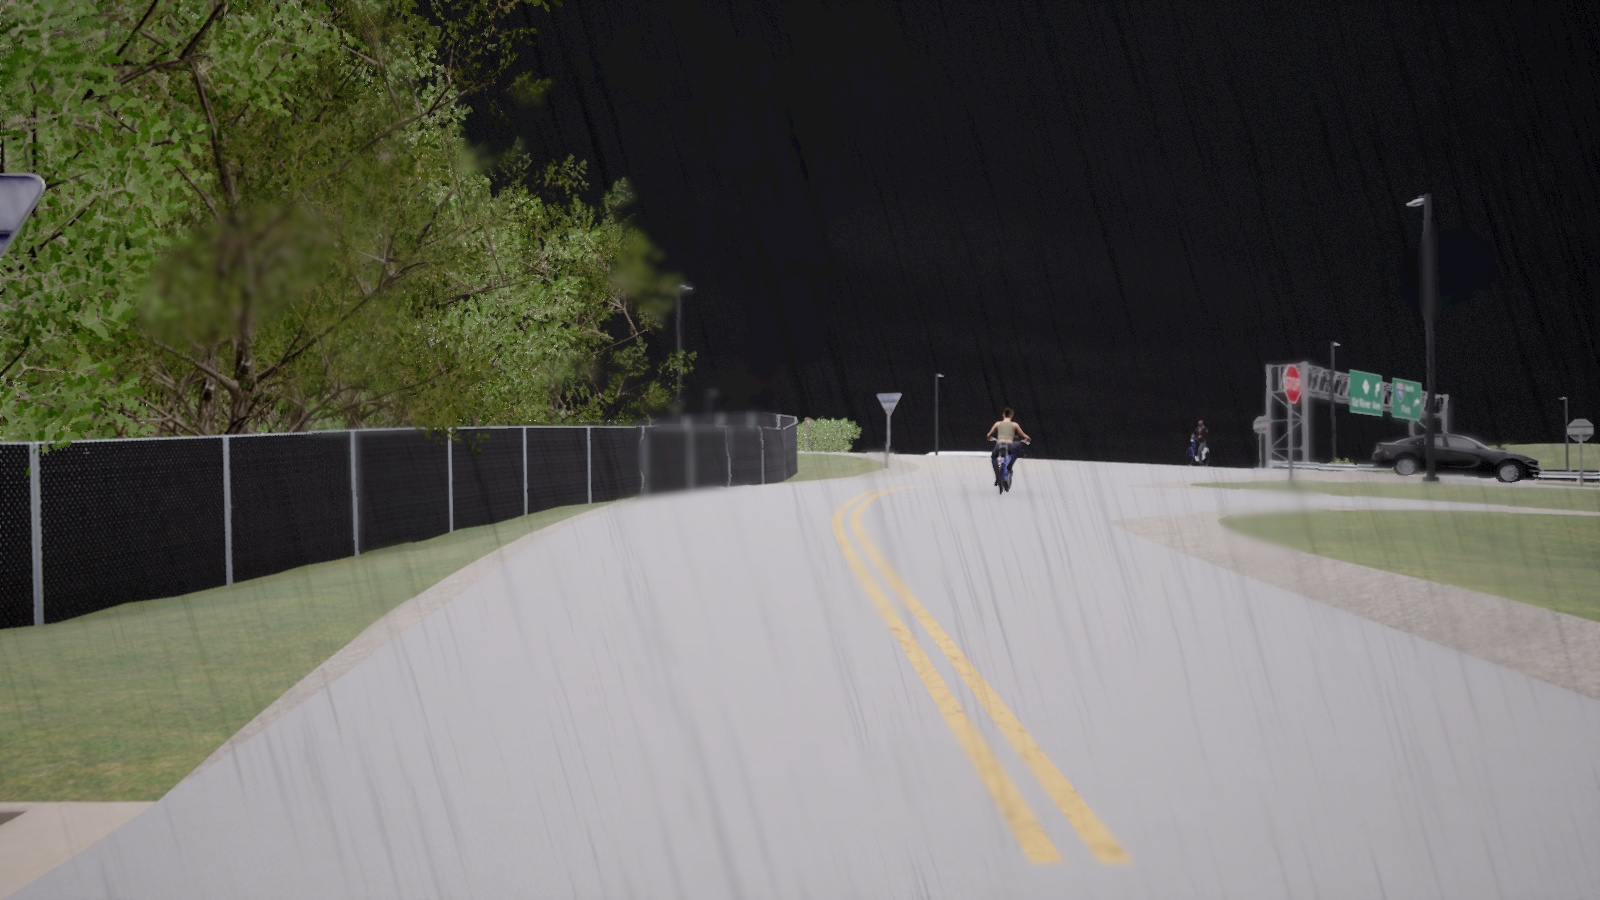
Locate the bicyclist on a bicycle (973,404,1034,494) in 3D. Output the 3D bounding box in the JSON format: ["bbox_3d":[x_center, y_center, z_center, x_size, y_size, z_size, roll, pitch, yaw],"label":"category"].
[{"bbox_3d":[3.854,-0.025,23.687,0.866,1.612,1.509,2,1,17],"label":"bicyclist on a bicycle"}]

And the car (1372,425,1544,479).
[{"bbox_3d":[22.179,0.061,42.548,5.008,1.535,1.882,3,0,25],"label":"car"}]

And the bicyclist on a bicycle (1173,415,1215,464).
[{"bbox_3d":[14.869,-0.384,47.380,1.843,1.776,0.659,1,1,-45],"label":"bicyclist on a bicycle"}]
